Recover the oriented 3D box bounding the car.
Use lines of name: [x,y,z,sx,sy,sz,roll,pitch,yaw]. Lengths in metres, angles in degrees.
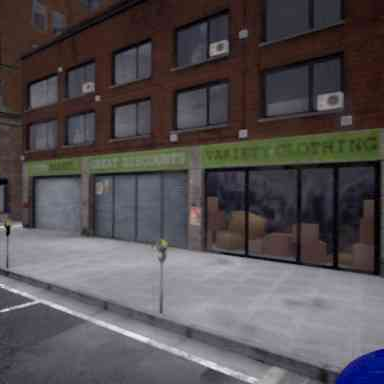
car: [3.100,1.495,1.119,5.008,1.535,1.882,0,0,37]
